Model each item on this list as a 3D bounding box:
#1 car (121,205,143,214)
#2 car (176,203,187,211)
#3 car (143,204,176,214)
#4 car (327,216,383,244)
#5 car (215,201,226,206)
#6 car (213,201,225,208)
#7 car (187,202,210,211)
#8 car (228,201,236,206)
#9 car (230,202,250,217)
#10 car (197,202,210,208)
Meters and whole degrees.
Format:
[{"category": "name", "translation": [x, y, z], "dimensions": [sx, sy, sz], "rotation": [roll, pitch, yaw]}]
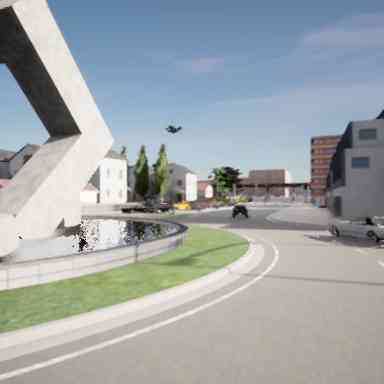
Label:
[{"category": "car", "translation": [-8.815, 2.688, 51.459], "dimensions": [1.895, 1.301, 4.718], "rotation": [-1, -1, 31]}, {"category": "car", "translation": [-2.250, 2.846, 66.065], "dimensions": [1.882, 1.535, 5.008], "rotation": [-1, -1, 20]}, {"category": "car", "translation": [-4.916, 2.577, 51.337], "dimensions": [1.837, 1.490, 4.892], "rotation": [-1, -1, 30]}, {"category": "car", "translation": [9.445, 1.946, 17.898], "dimensions": [1.895, 1.301, 4.718], "rotation": [0, -1, -13]}, {"category": "car", "translation": [8.121, 3.296, 94.685], "dimensions": [1.837, 1.490, 4.892], "rotation": [-1, -1, 20]}, {"category": "car", "translation": [6.368, 3.144, 79.552], "dimensions": [1.812, 1.442, 4.674], "rotation": [-1, -1, 20]}, {"category": "car", "translation": [1.271, 2.699, 65.521], "dimensions": [2.097, 1.767, 4.553], "rotation": [-1, -1, 20]}, {"category": "car", "translation": [11.468, 3.229, 93.651], "dimensions": [1.882, 1.535, 5.008], "rotation": [-1, -1, 20]}, {"category": "car", "translation": [6.119, 2.343, 41.437], "dimensions": [1.837, 1.490, 4.892], "rotation": [-1, -1, 11]}, {"category": "car", "translation": [2.857, 3.195, 80.131], "dimensions": [1.994, 1.385, 4.181], "rotation": [-1, -1, 20]}]
